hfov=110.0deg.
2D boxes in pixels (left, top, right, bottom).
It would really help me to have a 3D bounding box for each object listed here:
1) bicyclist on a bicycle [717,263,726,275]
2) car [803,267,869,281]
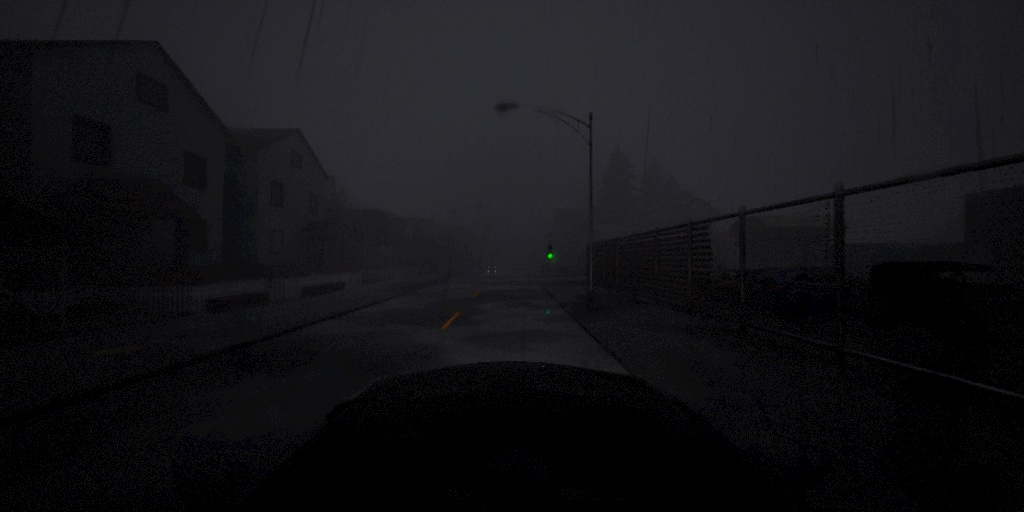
[{"bbox_3d":[17.740,1.404,30.467,0.582,1.620,1.656,0,-1,0],"label":"bicyclist on a bicycle"},{"bbox_3d":[34.968,1.649,38.775,4.892,1.490,1.837,1,-1,0],"label":"car"}]
